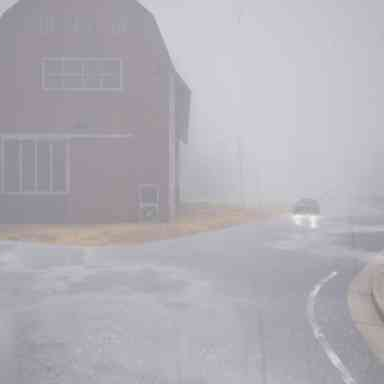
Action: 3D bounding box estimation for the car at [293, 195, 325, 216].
[{"bbox_3d":[10.112,1.246,29.046,1.994,1.385,4.181,0,1,26],"label":"car"}]

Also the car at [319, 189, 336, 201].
[{"bbox_3d":[24.533,0.551,60.281,2.150,2.045,5.566,0,1,11],"label":"car"}]

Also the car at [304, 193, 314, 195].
[{"bbox_3d":[19.872,0.851,56.526,1.882,1.535,5.008,0,1,15],"label":"car"}]
